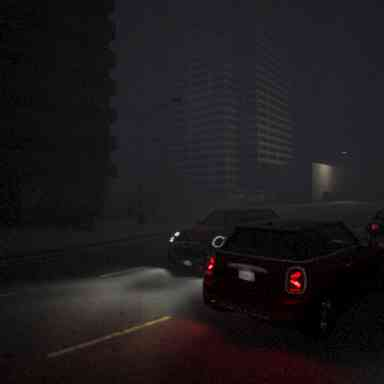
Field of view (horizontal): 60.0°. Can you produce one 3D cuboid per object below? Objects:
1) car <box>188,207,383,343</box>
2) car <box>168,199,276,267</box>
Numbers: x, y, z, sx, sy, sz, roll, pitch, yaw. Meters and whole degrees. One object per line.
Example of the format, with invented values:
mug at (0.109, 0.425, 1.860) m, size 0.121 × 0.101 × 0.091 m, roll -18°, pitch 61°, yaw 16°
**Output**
car at (2.316, 1.293, 6.720) m, size 2.097 × 1.767 × 4.553 m, roll -1°, pitch 0°, yaw 44°
car at (1.323, 1.290, 10.677) m, size 2.097 × 1.767 × 4.553 m, roll -1°, pitch 0°, yaw 41°
